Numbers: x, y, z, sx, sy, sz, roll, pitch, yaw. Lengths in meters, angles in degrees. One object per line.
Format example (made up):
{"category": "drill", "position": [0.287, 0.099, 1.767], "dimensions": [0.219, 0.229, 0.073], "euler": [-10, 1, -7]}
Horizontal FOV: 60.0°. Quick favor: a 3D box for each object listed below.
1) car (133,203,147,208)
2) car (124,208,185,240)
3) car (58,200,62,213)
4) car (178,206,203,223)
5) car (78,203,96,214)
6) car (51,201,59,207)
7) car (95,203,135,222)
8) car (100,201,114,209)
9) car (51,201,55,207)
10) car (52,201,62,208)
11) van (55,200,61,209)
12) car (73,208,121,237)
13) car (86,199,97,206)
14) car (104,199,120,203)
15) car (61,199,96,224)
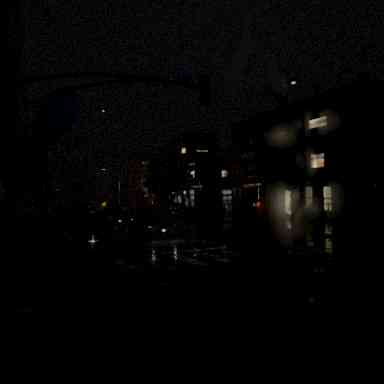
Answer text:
{"category": "car", "position": [-7.123, 2.162, 43.865], "dimensions": [2.008, 1.369, 4.403], "euler": [-2, 0, -24]}
{"category": "car", "position": [-2.292, 1.854, 19.104], "dimensions": [1.994, 1.385, 4.181], "euler": [-1, -1, -25]}
{"category": "car", "position": [-14.792, 2.142, 40.422], "dimensions": [1.967, 1.590, 4.097], "euler": [-2, 0, -24]}
{"category": "car", "position": [-0.487, 1.913, 29.453], "dimensions": [2.008, 1.369, 4.403], "euler": [-2, 0, -24]}
{"category": "car", "position": [-14.908, 2.276, 47.183], "dimensions": [1.837, 1.490, 4.892], "euler": [-1, -1, -24]}
{"category": "car", "position": [-35.504, 3.009, 86.330], "dimensions": [1.752, 1.417, 4.829], "euler": [-2, 0, -24]}
{"category": "car", "position": [-6.916, 2.013, 29.335], "dimensions": [2.033, 1.411, 5.357], "euler": [-1, -1, -24]}
{"category": "car", "position": [-16.616, 2.494, 64.860], "dimensions": [1.752, 1.417, 4.829], "euler": [-2, 0, -24]}
{"category": "car", "position": [-24.193, 2.372, 61.266], "dimensions": [2.192, 1.841, 5.009], "euler": [-2, 0, -24]}
{"category": "car", "position": [-31.018, 2.859, 76.397], "dimensions": [1.887, 1.381, 4.507], "euler": [-2, 0, -24]}
{"category": "van", "position": [-19.638, 2.226, 51.178], "dimensions": [1.690, 1.788, 3.998], "euler": [-2, 0, -24]}
{"category": "car", "position": [-6.086, 1.935, 20.861], "dimensions": [1.947, 1.339, 4.313], "euler": [-2, 0, -24]}
{"category": "car", "position": [-25.661, 2.625, 84.881], "dimensions": [2.192, 1.841, 5.009], "euler": [-2, 0, -24]}
{"category": "car", "position": [-14.275, 2.196, 59.663], "dimensions": [2.192, 1.841, 5.009], "euler": [-2, 0, -24]}
{"category": "car", "position": [-10.323, 1.845, 30.298], "dimensions": [2.192, 1.841, 5.009], "euler": [-2, 0, -24]}
